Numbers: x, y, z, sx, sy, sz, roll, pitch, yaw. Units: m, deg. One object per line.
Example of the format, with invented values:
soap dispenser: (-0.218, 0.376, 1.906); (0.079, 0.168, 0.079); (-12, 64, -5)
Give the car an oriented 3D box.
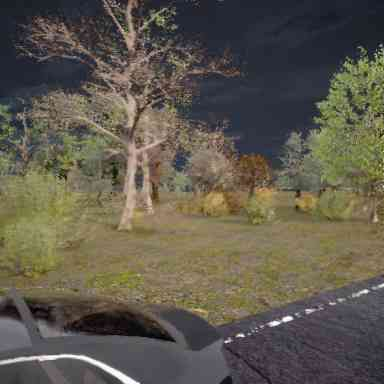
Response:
car: (-1.896, 1.508, 1.718); (4.892, 1.490, 1.837); (0, 0, -36)
